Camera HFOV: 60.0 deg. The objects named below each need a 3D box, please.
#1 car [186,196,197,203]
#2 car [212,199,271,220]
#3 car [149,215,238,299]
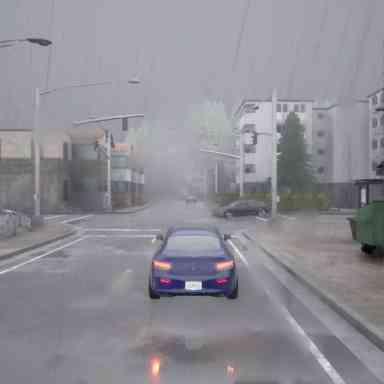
[{"bbox_3d":[-0.152,1.526,66.956,1.812,1.442,4.674,0,0,0],"label":"car"},{"bbox_3d":[3.997,1.413,27.104,4.892,1.490,1.837,-3,0,-15],"label":"car"},{"bbox_3d":[0.039,1.526,8.314,1.812,1.442,4.674,0,0,0],"label":"car"}]
